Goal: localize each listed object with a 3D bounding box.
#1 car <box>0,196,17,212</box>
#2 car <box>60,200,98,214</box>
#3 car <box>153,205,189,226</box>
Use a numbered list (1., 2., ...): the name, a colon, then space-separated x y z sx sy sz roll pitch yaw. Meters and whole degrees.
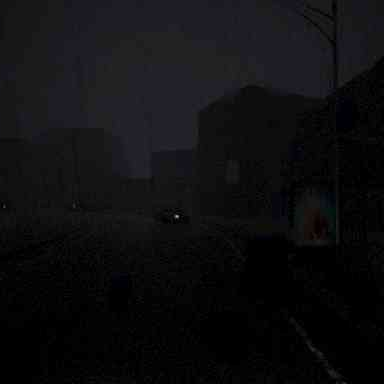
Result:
1. car: -22.865 1.248 37.719 5.566 2.045 2.150 1 -2 6
2. car: -13.044 1.640 38.226 5.008 1.535 1.882 0 -2 32
3. car: -1.603 1.642 24.304 1.994 1.385 4.181 1 -1 -16
